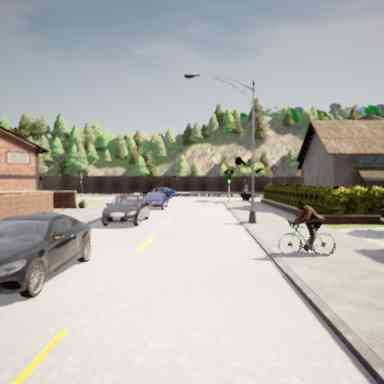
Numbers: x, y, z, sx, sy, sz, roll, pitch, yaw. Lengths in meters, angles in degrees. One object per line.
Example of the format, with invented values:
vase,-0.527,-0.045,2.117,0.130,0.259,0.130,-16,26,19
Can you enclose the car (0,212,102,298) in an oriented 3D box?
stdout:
car,-3.851,1.267,8.035,1.812,1.442,4.674,0,2,2

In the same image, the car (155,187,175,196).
car,-4.747,0.057,46.361,5.008,1.535,1.882,1,2,28

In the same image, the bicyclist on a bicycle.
bicyclist on a bicycle,3.323,1.063,9.615,1.656,1.620,0.582,0,2,2

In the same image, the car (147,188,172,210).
car,-3.058,0.673,27.853,1.812,1.442,4.674,0,2,2

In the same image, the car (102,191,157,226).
car,-3.484,0.925,18.232,2.128,1.511,4.902,0,2,2
